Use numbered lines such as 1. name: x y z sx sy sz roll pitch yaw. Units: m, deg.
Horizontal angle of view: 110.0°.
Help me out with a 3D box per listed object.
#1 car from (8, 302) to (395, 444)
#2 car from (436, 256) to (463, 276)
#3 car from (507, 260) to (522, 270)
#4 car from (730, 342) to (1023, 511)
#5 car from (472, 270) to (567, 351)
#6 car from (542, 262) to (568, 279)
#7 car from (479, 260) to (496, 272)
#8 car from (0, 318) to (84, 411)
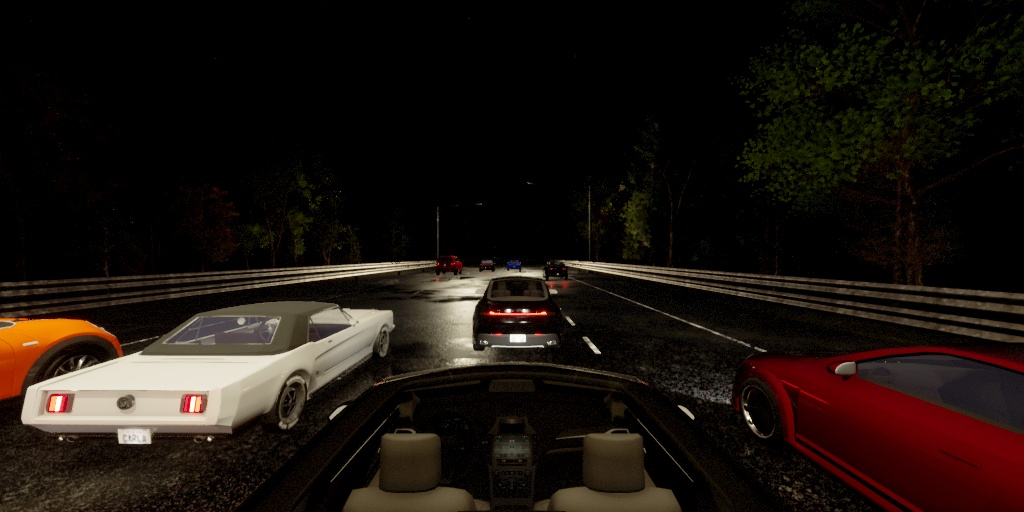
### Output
1. car: -3.401 1.350 5.474 1.895 1.301 4.718 0 0 0
2. car: -6.736 1.005 38.707 2.150 2.045 5.566 0 0 0
3. car: 0.317 1.278 50.251 1.882 1.535 5.008 0 0 0
4. car: 3.601 1.314 2.578 1.994 1.385 4.181 0 0 0
5. car: 0.122 1.255 8.956 1.837 1.490 4.892 0 0 0
6. car: 3.733 1.264 31.460 2.128 1.511 4.902 0 0 0
7. car: -3.198 1.286 46.610 2.128 1.511 4.902 0 0 0
8. car: -6.919 1.102 3.473 2.097 1.767 4.553 0 0 1
